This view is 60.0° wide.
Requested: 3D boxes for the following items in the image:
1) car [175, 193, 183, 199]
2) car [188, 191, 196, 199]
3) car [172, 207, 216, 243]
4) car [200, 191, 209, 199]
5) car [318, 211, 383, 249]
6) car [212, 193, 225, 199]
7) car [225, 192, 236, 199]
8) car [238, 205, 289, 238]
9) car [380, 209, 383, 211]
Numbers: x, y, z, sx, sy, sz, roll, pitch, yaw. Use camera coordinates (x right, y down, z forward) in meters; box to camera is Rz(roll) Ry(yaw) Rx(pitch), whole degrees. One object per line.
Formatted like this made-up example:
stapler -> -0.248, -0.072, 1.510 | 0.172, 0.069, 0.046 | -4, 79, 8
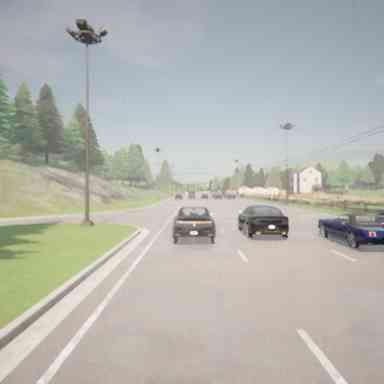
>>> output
car -> -3.543, 1.194, 88.119 | 1.837, 1.490, 4.892 | 0, 0, 0
car -> -0.043, 1.218, 88.091 | 2.128, 1.511, 4.902 | 0, 0, 0
car -> 0.086, 1.437, 15.842 | 2.128, 1.511, 4.902 | 0, 0, 0
car -> 3.457, 1.193, 88.093 | 1.837, 1.490, 4.892 | 0, 0, 0
car -> 7.086, 1.552, 14.240 | 1.895, 1.301, 4.718 | 0, 0, 0
car -> 6.957, 1.193, 88.095 | 1.837, 1.490, 4.892 | 0, 0, 0
car -> 10.457, 1.170, 88.096 | 1.882, 1.535, 5.008 | 0, 0, 0
car -> 3.587, 1.418, 17.394 | 1.882, 1.535, 5.008 | 0, 0, 0
car -> 10.588, 1.171, 14.873 | 2.150, 2.045, 5.566 | 0, 0, 0
